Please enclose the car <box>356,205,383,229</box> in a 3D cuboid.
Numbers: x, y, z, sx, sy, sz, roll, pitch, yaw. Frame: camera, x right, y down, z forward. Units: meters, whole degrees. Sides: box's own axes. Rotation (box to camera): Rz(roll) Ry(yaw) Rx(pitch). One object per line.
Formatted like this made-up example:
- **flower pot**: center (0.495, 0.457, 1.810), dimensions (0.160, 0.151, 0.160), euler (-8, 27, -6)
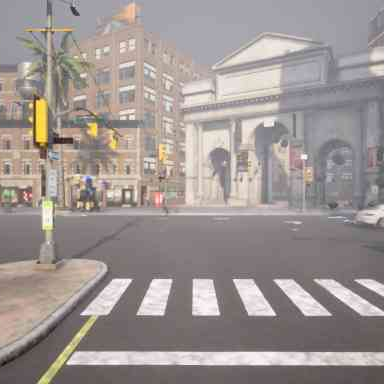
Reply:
- **car**: center (12.841, 1.526, 20.936), dimensions (4.674, 1.442, 1.812), euler (0, 0, 0)
